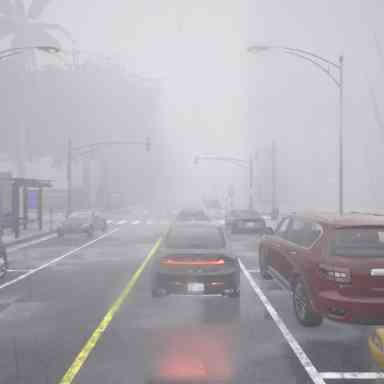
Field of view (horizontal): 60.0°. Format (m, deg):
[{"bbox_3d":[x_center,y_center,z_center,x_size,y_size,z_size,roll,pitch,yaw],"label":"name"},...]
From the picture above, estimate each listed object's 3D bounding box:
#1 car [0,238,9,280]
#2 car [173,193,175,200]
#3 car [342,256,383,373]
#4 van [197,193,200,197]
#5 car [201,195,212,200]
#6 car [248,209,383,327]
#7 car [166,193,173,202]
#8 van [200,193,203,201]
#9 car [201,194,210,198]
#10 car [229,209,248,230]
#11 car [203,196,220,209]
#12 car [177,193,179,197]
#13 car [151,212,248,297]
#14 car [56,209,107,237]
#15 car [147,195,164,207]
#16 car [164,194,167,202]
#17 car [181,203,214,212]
[{"bbox_3d":[-5.760,1.439,6.975,1.967,1.590,4.097,0,0,0],"label":"car"},{"bbox_3d":[-5.700,1.259,76.788,2.192,1.841,5.009,0,0,0],"label":"car"},{"bbox_3d":[2.761,1.525,1.697,1.752,1.417,4.829,0,0,0],"label":"car"},{"bbox_3d":[2.830,1.277,82.182,1.690,1.788,3.998,0,0,0],"label":"van"},{"bbox_3d":[2.803,1.541,49.660,1.947,1.339,4.313,0,0,0],"label":"car"},{"bbox_3d":[2.765,1.314,6.952,2.192,1.841,5.009,0,0,0],"label":"car"},{"bbox_3d":[-5.704,1.392,71.368,1.967,1.590,4.097,0,0,0],"label":"car"},{"bbox_3d":[2.811,1.306,60.500,1.690,1.788,3.998,0,0,0],"label":"van"},{"bbox_3d":[2.807,1.495,55.250,1.752,1.417,4.829,0,0,0],"label":"car"},{"bbox_3d":[2.775,1.561,17.803,1.947,1.339,4.313,0,0,0],"label":"car"},{"bbox_3d":[2.798,1.545,44.239,1.947,1.339,4.313,0,0,0],"label":"car"},{"bbox_3d":[-5.686,1.233,93.049,2.192,1.841,5.009,0,0,0],"label":"car"},{"bbox_3d":[0.083,1.503,8.533,1.837,1.490,4.892,0,0,0],"label":"car"},{"bbox_3d":[-5.750,1.577,17.828,1.802,1.307,4.206,0,0,0],"label":"car"},{"bbox_3d":[-5.723,1.525,49.687,2.008,1.369,4.403,0,0,0],"label":"car"},{"bbox_3d":[-5.719,1.410,55.107,1.967,1.590,4.097,0,0,0],"label":"car"},{"bbox_3d":[0.017,1.559,18.561,1.994,1.385,4.181,0,0,0],"label":"car"}]
